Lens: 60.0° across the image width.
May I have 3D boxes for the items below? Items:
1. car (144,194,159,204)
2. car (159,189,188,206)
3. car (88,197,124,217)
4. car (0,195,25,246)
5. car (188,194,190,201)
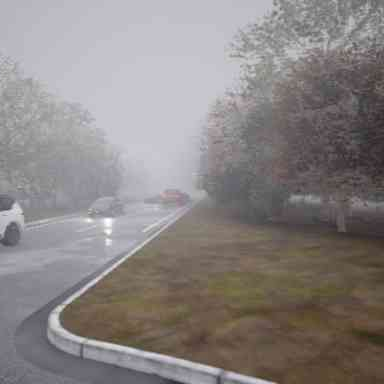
[{"bbox_3d":[-5.437,0.928,47.391,2.033,1.411,5.357,-1,1,5],"label":"car"},{"bbox_3d":[-2.272,0.626,42.432,2.150,2.045,5.566,-1,1,5],"label":"car"},{"bbox_3d":[-7.062,1.197,27.765,1.837,1.490,4.892,-1,2,4],"label":"car"},{"bbox_3d":[-8.317,1.171,11.852,2.150,2.045,5.566,-1,1,5],"label":"car"},{"bbox_3d":[-1.485,0.714,53.050,1.882,1.535,5.008,-1,1,4],"label":"car"}]
